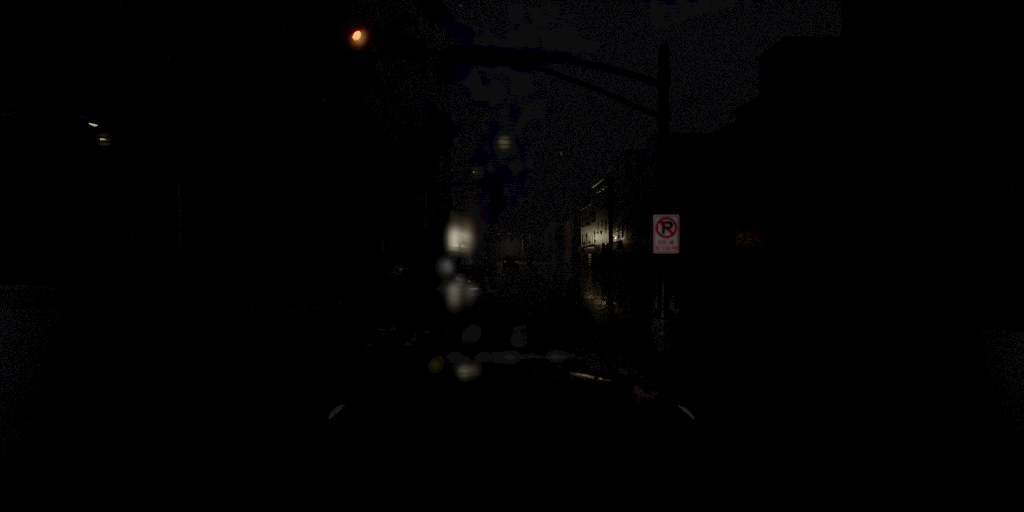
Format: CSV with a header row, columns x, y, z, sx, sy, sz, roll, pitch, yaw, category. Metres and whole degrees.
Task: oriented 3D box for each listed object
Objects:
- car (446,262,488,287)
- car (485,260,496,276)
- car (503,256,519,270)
x,y,z,sx,sy,sz,roll,pitch,yaw,category
-3.085,1.315,24.188,1.994,1.385,4.181,0,0,4,car
-2.986,1.303,36.787,2.033,1.411,5.357,0,0,0,car
-0.193,0.984,52.561,2.150,2.045,5.566,0,0,0,car
